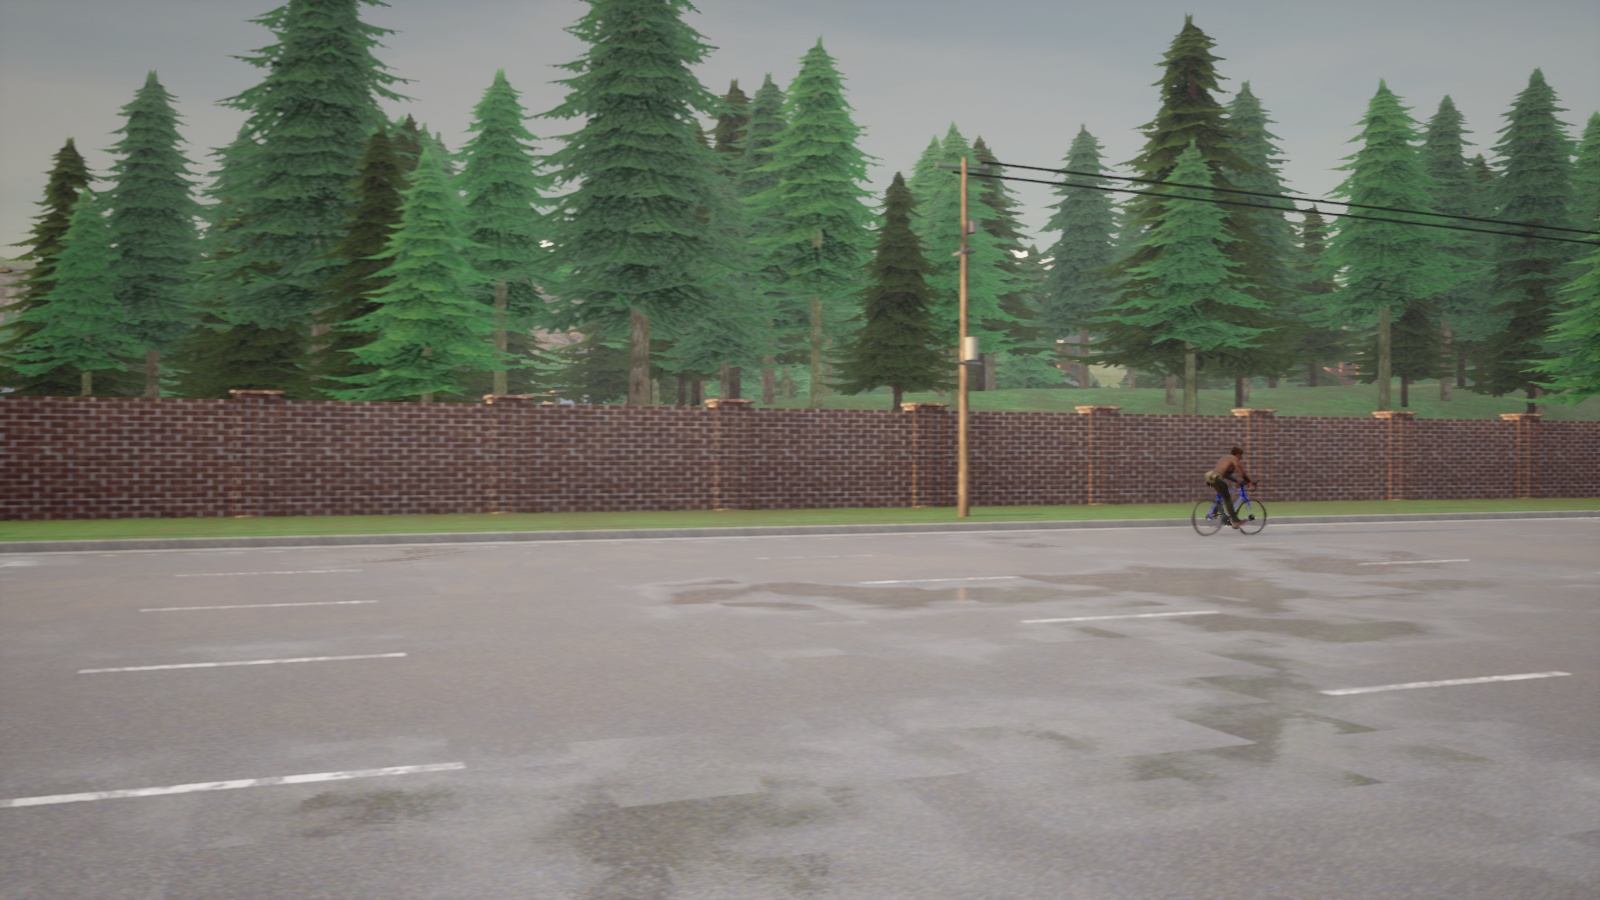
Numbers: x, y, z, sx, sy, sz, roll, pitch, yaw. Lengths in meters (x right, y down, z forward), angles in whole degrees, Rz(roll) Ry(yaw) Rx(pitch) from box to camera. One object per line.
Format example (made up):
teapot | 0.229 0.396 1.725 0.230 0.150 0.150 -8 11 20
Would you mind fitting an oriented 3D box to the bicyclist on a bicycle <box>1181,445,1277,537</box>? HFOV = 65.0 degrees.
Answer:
bicyclist on a bicycle | 7.727 0.729 22.623 1.656 1.620 0.582 0 0 -21
